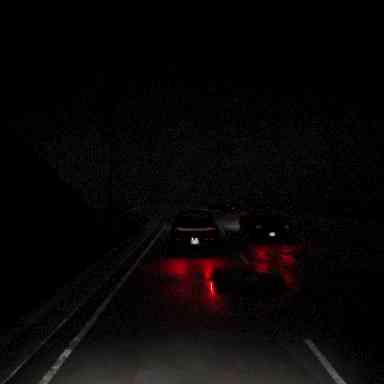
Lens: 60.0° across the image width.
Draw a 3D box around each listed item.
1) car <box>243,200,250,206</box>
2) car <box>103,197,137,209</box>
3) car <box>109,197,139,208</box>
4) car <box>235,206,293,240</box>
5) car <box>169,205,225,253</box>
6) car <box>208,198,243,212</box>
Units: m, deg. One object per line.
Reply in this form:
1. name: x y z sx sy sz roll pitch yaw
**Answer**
1. car: 5.407 1.526 41.694 1.812 1.442 4.674 1 0 -28
2. car: -10.062 1.547 45.631 5.357 1.411 2.033 0 0 41
3. car: -10.291 1.506 50.056 4.892 1.490 1.837 0 -2 40
4. car: 3.600 1.601 17.139 1.895 1.301 4.718 0 0 0
5. car: 0.102 1.492 13.766 2.128 1.511 4.902 0 0 0
6. car: 3.452 1.526 37.714 1.812 1.442 4.674 1 0 -24
